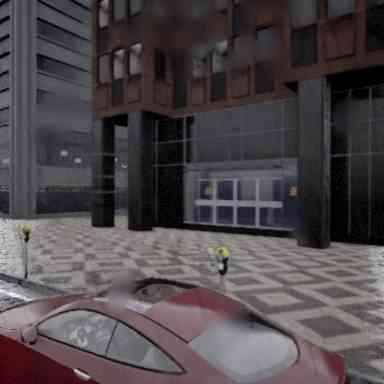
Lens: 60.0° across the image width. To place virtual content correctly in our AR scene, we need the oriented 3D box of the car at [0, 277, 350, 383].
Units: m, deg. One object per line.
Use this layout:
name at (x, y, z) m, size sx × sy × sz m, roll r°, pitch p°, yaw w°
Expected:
car at (-0.615, 1.581, 3.398) m, size 4.206 × 1.307 × 1.802 m, roll 0°, pitch 0°, yaw 35°
